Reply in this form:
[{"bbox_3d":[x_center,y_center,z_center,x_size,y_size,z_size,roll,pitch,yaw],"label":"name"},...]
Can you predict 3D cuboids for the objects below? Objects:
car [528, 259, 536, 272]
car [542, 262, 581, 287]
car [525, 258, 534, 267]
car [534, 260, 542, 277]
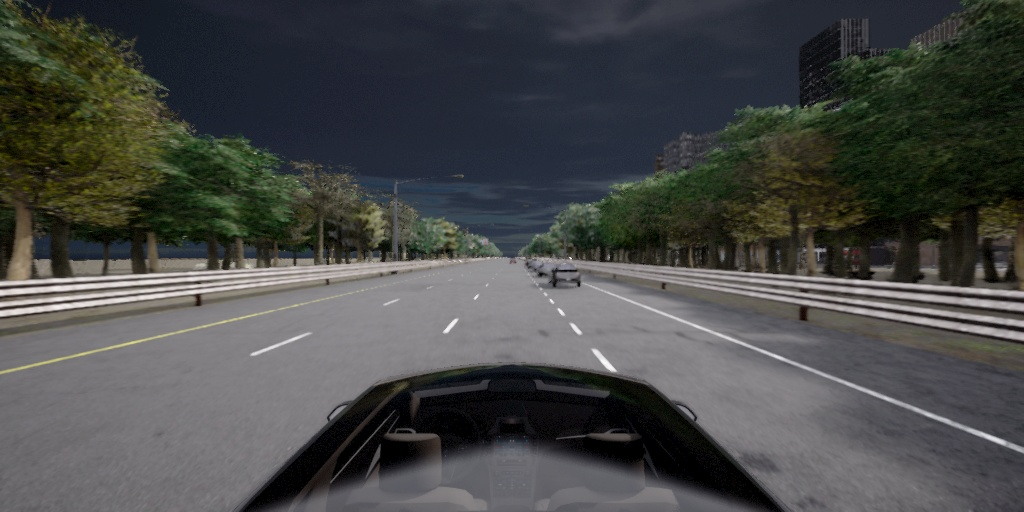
[{"bbox_3d":[3.528,1.401,46.889,1.895,1.301,4.718,0,0,-2],"label":"car"},{"bbox_3d":[3.517,1.262,24.727,2.128,1.511,4.902,0,0,0],"label":"car"},{"bbox_3d":[3.628,1.379,57.688,1.994,1.385,4.181,0,0,0],"label":"car"},{"bbox_3d":[3.541,1.349,35.713,1.994,1.385,4.181,0,0,0],"label":"car"}]
